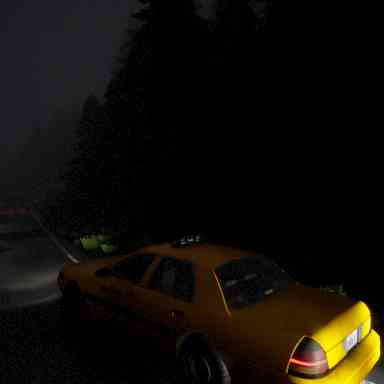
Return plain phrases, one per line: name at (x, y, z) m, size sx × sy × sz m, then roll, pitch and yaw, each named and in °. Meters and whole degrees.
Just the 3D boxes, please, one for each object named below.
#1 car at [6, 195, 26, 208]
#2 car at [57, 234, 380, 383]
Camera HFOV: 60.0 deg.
car at (-21.139, 1.060, 40.054) m, size 2.128 × 1.511 × 4.902 m, roll -2°, pitch 2°, yaw -26°
car at (-0.254, 1.418, 5.081) m, size 5.366 × 1.575 × 1.801 m, roll 1°, pitch 1°, yaw 44°
